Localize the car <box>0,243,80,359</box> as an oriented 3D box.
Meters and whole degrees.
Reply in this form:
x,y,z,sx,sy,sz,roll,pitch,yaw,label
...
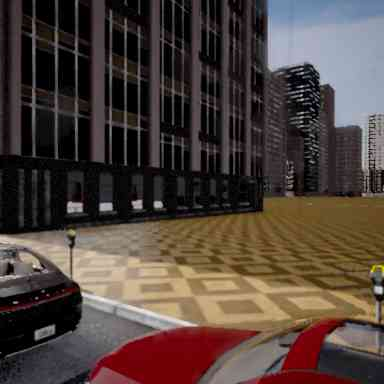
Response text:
x,y,z,sx,sy,sz,roll,pitch,yaw,label
-3.623,1.525,5.462,4.403,1.369,2.008,0,0,36,car

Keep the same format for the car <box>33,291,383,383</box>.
x,y,z,sx,sy,sz,roll,pitch,yaw,label
0.987,1.580,2.173,4.206,1.307,1.802,0,0,36,car
